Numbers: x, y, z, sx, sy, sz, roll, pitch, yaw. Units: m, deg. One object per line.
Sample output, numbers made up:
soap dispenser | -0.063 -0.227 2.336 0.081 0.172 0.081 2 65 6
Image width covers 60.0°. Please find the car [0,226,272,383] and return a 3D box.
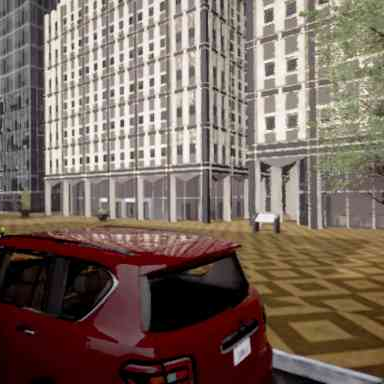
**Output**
car | -1.554 1.350 3.987 5.009 1.841 2.192 -1 -1 36
